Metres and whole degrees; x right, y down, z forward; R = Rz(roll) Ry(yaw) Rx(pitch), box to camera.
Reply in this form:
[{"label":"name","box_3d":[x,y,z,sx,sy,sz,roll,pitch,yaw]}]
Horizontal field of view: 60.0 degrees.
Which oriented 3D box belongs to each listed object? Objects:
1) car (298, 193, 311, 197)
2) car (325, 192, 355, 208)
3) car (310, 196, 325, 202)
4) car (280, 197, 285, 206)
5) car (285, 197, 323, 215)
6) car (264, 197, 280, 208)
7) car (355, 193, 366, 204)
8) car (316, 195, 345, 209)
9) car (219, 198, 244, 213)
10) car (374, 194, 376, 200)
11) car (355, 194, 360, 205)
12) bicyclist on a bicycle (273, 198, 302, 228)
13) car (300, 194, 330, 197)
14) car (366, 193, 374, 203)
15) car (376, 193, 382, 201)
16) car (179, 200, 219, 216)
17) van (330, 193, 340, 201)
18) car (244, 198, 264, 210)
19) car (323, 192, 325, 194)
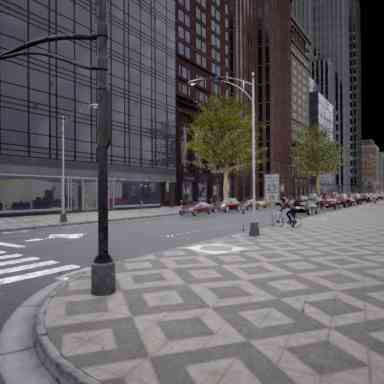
[{"label":"car","box_3d":[19.628,1.416,59.599,1.887,1.381,4.507,0,0,35]},{"label":"car","box_3d":[20.254,1.137,45.470,2.192,1.841,5.009,0,0,35]},{"label":"car","box_3d":[26.021,1.419,68.892,1.947,1.339,4.313,0,0,35]},{"label":"car","box_3d":[13.236,1.456,50.306,1.947,1.339,4.313,0,0,35]},{"label":"car","box_3d":[10.668,1.425,31.531,1.947,1.339,4.313,0,0,35]},{"label":"car","box_3d":[9.943,1.427,45.519,1.752,1.417,4.829,0,0,35]},{"label":"car","box_3d":[26.646,1.119,54.760,2.192,1.841,5.009,0,0,35]},{"label":"car","box_3d":[17.059,1.378,40.823,1.887,1.381,4.507,0,0,35]},{"label":"car","box_3d":[3.646,1.367,36.366,1.967,1.590,4.097,0,0,35]},{"label":"car","box_3d":[36.330,1.304,68.837,1.752,1.417,4.829,-1,0,35]},{"label":"car","box_3d":[23.451,1.379,50.114,1.947,1.339,4.313,0,0,35]},{"label":"bicyclist on a bicycle","box_3d":[5.240,1.177,18.414,1.656,1.620,0.582,-1,0,35]},{"label":"car","box_3d":[16.489,1.340,44.529,2.128,1.511,4.902,-1,0,35]},{"label":"car","box_3d":[33.038,1.101,64.053,2.192,1.841,5.009,0,0,35]},{"label":"car","box_3d":[42.625,1.360,77.988,1.802,1.307,4.206,-1,0,35]},{"label":"car","box_3d":[0.452,1.525,31.720,1.802,1.307,4.206,0,0,35]},{"label":"van","box_3d":[35.607,1.187,82.831,1.690,1.788,3.998,-1,0,35]},{"label":"car","box_3d":[6.844,1.495,41.013,1.802,1.307,4.206,0,0,35]},{"label":"car","box_3d":[22.175,1.053,52.796,2.150,2.045,5.566,-1,0,35]}]
